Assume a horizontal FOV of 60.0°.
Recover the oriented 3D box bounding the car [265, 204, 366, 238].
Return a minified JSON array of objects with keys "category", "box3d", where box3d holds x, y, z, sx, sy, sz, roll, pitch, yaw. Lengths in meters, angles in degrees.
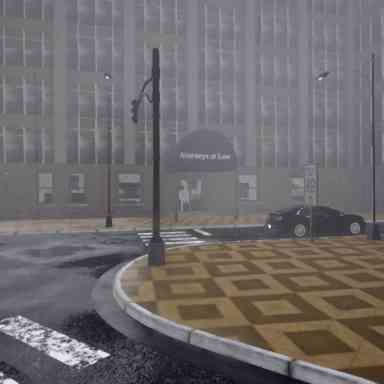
[{"category":"car","box3d":[5.948,1.321,15.996,4.892,1.490,1.837,0,0,-14]}]
